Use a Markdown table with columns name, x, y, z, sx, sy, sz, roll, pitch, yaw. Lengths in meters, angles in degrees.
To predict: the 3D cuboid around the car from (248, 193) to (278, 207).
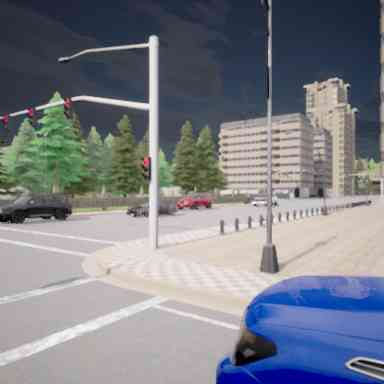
| name | x | y | z | sx | sy | sz | roll | pitch | yaw |
| --- | --- | --- | --- | --- | --- | --- | --- | --- | --- |
| car | 11.053 | 1.202 | 50.098 | 2.150 | 2.045 | 5.566 | 0 | 0 | 36 |

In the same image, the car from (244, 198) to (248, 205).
| name | x | y | z | sx | sy | sz | roll | pitch | yaw |
| --- | --- | --- | --- | --- | --- | --- | --- | --- | --- |
| car | 10.198 | 1.334 | 54.876 | 1.994 | 1.385 | 4.181 | 0 | 0 | 36 |

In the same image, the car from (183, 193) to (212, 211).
| name | x | y | z | sx | sy | sz | roll | pitch | yaw |
| --- | --- | --- | --- | --- | --- | --- | --- | --- | --- |
| car | 0.381 | 1.196 | 41.284 | 2.150 | 2.045 | 5.566 | 0 | 0 | 36 |

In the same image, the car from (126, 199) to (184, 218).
| name | x | y | z | sx | sy | sz | roll | pitch | yaw |
| --- | --- | --- | --- | --- | --- | --- | --- | --- | --- |
| car | -3.422 | 1.526 | 29.938 | 2.033 | 1.411 | 5.357 | 0 | 0 | 36 |

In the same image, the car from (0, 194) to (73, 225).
| name | x | y | z | sx | sy | sz | roll | pitch | yaw |
| --- | --- | --- | --- | --- | --- | --- | --- | --- | --- |
| car | -11.588 | 1.197 | 24.521 | 2.150 | 2.045 | 5.566 | 0 | 0 | 36 |

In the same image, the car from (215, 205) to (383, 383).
| name | x | y | z | sx | sy | sz | roll | pitch | yaw |
| --- | --- | --- | --- | --- | --- | --- | --- | --- | --- |
| car | 2.849 | 1.223 | 1.932 | 5.566 | 2.045 | 2.150 | 0 | 0 | 36 |
